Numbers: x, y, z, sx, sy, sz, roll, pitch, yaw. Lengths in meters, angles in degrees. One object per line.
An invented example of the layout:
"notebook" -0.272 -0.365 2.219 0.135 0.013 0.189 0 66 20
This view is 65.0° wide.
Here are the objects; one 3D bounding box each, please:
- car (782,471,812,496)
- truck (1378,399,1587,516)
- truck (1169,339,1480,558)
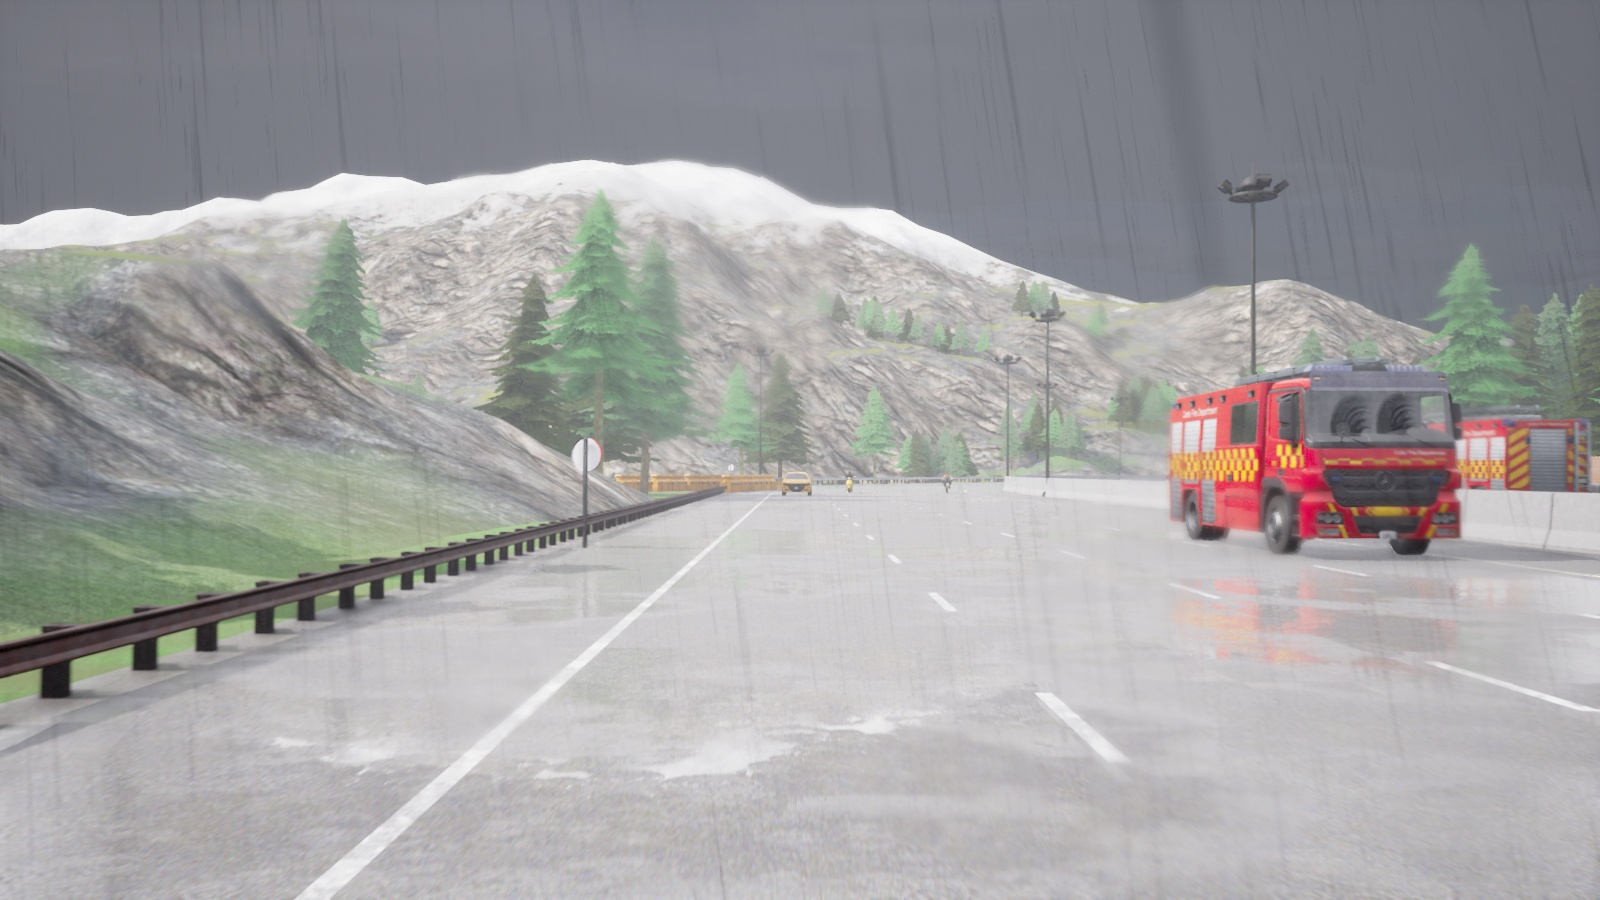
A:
"car" -0.179 2.153 80.910 1.882 1.535 5.008 0 -1 1
"truck" 24.385 0.317 45.501 2.891 3.827 8.468 0 -1 0
"truck" 10.432 0.049 26.217 2.891 3.827 8.468 0 -1 0
